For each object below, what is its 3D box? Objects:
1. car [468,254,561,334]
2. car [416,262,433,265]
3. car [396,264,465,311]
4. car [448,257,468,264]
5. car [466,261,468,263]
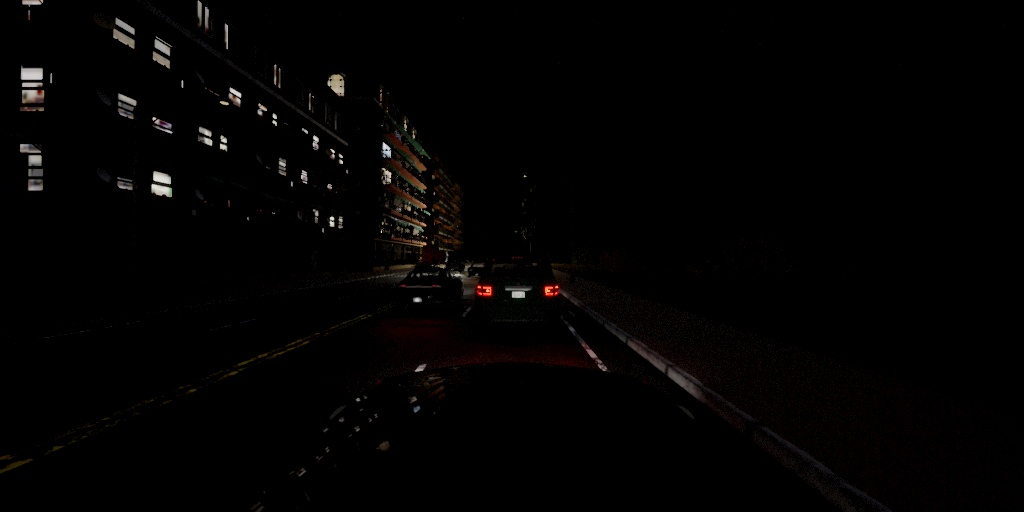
[{"bbox_3d":[0.110,0.973,10.829,2.150,2.045,5.566,0,0,-1],"label":"car"},{"bbox_3d":[-9.824,1.318,40.707,1.994,1.385,4.181,0,0,0],"label":"car"},{"bbox_3d":[-3.141,1.243,14.353,2.128,1.511,4.902,0,0,0],"label":"car"},{"bbox_3d":[-6.573,1.245,41.567,2.128,1.511,4.902,0,0,0],"label":"car"},{"bbox_3d":[-3.126,1.355,35.174,1.895,1.301,4.718,0,0,0],"label":"car"}]
